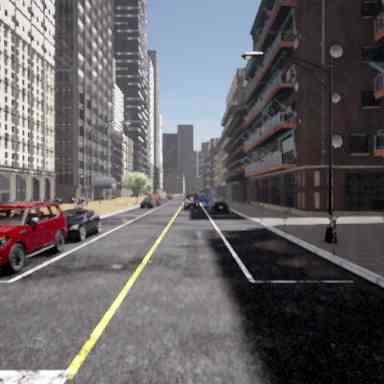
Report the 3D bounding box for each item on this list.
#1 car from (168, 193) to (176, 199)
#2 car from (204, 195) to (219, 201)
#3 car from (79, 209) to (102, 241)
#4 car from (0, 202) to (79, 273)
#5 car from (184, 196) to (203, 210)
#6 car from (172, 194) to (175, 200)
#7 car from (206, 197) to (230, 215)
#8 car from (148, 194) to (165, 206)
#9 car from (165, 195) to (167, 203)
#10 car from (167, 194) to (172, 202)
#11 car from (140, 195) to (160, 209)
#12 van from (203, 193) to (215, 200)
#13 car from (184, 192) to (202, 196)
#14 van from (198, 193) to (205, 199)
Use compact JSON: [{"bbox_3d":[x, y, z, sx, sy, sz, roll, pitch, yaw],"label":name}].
[{"bbox_3d":[-5.720,1.194,93.532,1.967,1.590,4.097,0,0,0],"label":"car"},{"bbox_3d":[2.677,1.400,38.475,1.752,1.417,4.829,0,0,0],"label":"car"},{"bbox_3d":[-5.697,1.511,16.212,1.947,1.339,4.313,0,0,0],"label":"car"},{"bbox_3d":[-5.696,1.278,10.688,2.192,1.841,5.009,0,0,0],"label":"car"},{"bbox_3d":[-0.013,1.471,40.458,1.895,1.301,4.718,0,0,0],"label":"car"},{"bbox_3d":[-5.717,1.339,82.486,1.947,1.339,4.313,0,0,0],"label":"car"},{"bbox_3d":[2.679,1.458,32.782,1.947,1.339,4.313,0,0,0],"label":"car"},{"bbox_3d":[-5.707,1.161,49.348,2.192,1.841,5.009,0,0,0],"label":"car"},{"bbox_3d":[-5.709,1.384,54.872,2.008,1.369,4.403,0,0,0],"label":"car"},{"bbox_3d":[-5.712,1.359,65.918,2.008,1.369,4.403,0,0,0],"label":"car"},{"bbox_3d":[-5.705,1.426,43.827,1.947,1.339,4.313,0,0,0],"label":"car"},{"bbox_3d":[2.675,1.202,43.828,1.690,1.788,3.998,0,0,0],"label":"van"},{"bbox_3d":[-0.015,1.065,50.463,2.150,2.045,5.566,0,0,0],"label":"car"},{"bbox_3d":[2.660,1.095,93.533,1.690,1.788,3.998,0,0,0],"label":"van"}]
